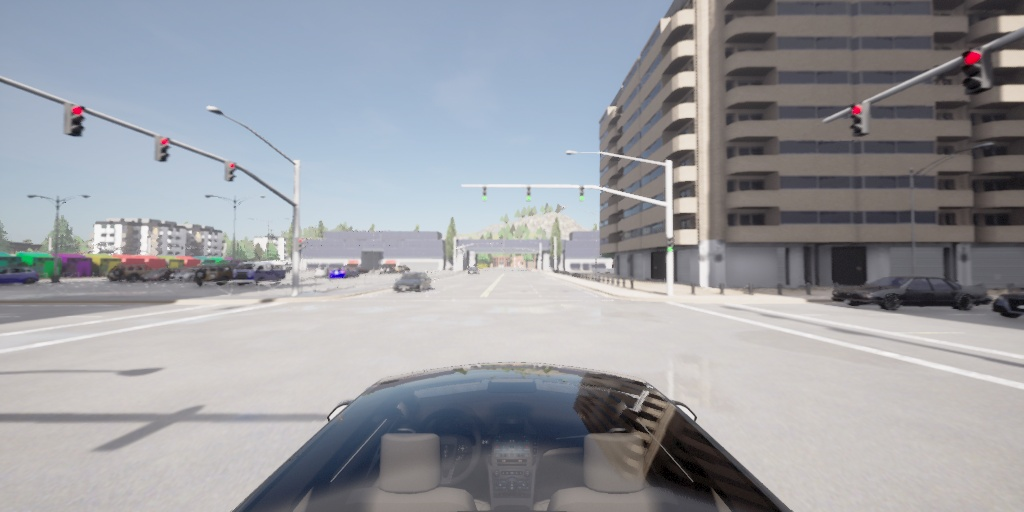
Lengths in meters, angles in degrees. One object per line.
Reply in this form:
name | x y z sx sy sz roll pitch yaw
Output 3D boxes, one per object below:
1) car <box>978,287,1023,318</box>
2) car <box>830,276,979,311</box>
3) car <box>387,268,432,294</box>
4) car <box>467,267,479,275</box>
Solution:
car | 19.048 1.510 11.954 4.181 1.385 1.994 0 -1 0
car | 17.068 1.574 15.452 5.357 1.411 2.033 0 -1 0
car | -6.998 1.891 25.583 1.837 1.490 4.892 0 0 0
car | -6.996 2.668 64.830 2.128 1.511 4.902 0 -1 0
